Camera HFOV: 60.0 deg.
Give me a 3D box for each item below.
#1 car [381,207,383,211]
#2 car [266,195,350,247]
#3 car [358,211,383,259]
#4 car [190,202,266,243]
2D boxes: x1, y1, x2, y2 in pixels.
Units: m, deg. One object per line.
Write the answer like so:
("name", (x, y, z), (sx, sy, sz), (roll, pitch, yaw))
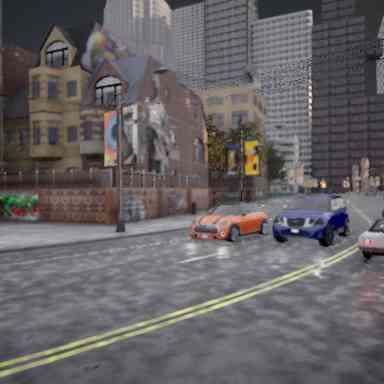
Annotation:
("car", (14.285, 1.393, 22.899), (2.033, 1.411, 5.357), (-1, 0, 25))
("car", (5.635, 1.159, 15.218), (2.150, 2.045, 5.566), (0, 0, 36))
("car", (7.278, 1.523, 11.428), (1.895, 1.301, 4.718), (-1, 0, 40))
("car", (1.909, 1.321, 16.189), (2.097, 1.767, 4.553), (-1, 0, 38))
